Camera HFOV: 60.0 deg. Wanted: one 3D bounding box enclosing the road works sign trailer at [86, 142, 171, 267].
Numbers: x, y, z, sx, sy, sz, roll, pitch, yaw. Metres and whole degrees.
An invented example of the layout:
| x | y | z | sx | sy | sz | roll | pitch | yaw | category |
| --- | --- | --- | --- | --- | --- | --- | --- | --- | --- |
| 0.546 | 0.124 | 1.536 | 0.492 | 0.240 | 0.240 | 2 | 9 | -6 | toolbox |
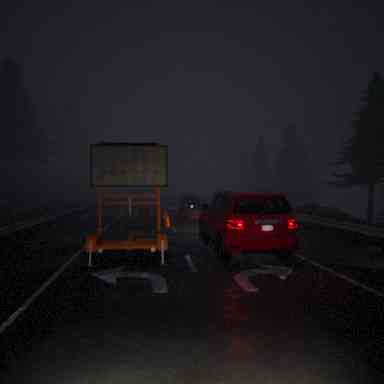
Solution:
| x | y | z | sx | sy | sz | roll | pitch | yaw | category |
| --- | --- | --- | --- | --- | --- | --- | --- | --- | --- |
| -1.979 | 0.236 | 10.626 | 2.380 | 3.560 | 2.880 | 0 | 1 | -6 | road works sign trailer |

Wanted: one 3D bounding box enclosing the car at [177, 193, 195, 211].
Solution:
| x | y | z | sx | sy | sz | roll | pitch | yaw | category |
| --- | --- | --- | --- | --- | --- | --- | --- | --- | --- |
| -0.193 | 0.873 | 29.860 | 1.837 | 1.490 | 4.892 | 0 | 1 | -4 | car |

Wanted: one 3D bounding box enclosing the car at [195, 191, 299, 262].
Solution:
| x | y | z | sx | sy | sz | roll | pitch | yaw | category |
| --- | --- | --- | --- | --- | --- | --- | --- | --- | --- |
| 1.645 | 0.980 | 11.366 | 2.150 | 2.045 | 5.566 | 0 | 1 | -7 | car |
